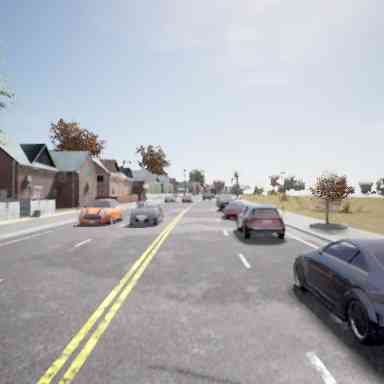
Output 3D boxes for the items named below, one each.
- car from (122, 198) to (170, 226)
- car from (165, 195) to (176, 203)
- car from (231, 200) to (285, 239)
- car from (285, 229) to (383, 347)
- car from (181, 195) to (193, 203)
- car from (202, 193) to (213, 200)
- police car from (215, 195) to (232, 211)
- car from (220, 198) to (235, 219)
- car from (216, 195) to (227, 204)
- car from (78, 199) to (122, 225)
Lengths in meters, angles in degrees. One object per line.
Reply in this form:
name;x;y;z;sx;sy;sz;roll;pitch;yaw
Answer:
car;-3.029;1.440;22.923;2.128;1.511;4.902;0;0;2
car;-4.185;1.373;64.697;2.128;1.511;4.902;0;0;4
car;3.421;1.394;17.205;2.033;1.649;4.856;0;0;1
car;3.391;1.551;6.302;1.994;1.385;4.181;0;0;0
car;-0.945;1.346;64.482;1.882;1.535;5.008;0;0;4
car;3.619;1.119;80.889;2.097;1.767;4.553;0;0;5
police car;4.119;1.337;39.192;1.930;1.638;5.238;0;0;3
car;3.701;1.501;28.146;1.994;1.385;4.181;0;0;2
car;5.335;1.373;60.936;1.837;1.490;4.892;0;0;4
car;-6.269;1.300;23.232;2.097;1.767;4.553;0;0;2
